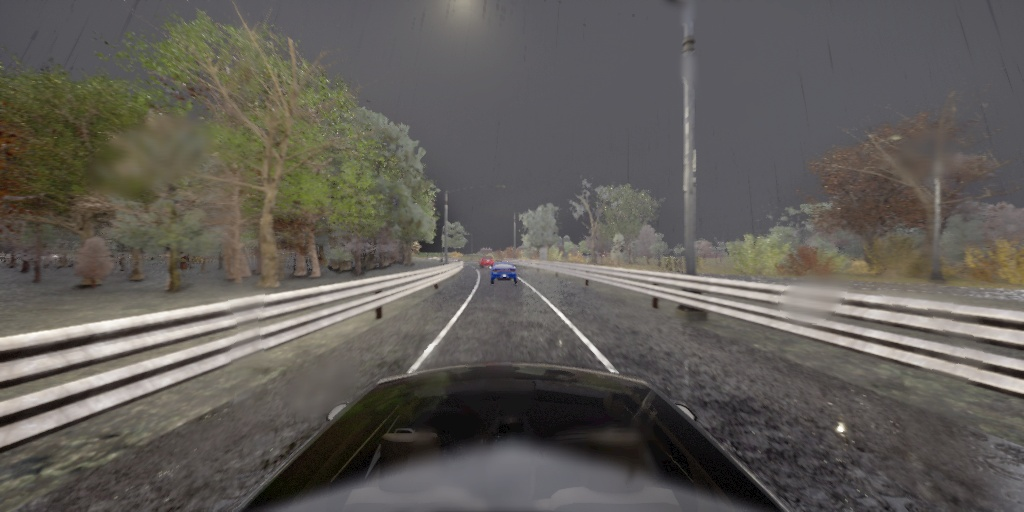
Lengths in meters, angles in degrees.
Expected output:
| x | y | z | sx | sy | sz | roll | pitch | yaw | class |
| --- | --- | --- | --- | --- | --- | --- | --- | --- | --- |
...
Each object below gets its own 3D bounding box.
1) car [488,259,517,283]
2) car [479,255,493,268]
| x | y | z | sx | sy | sz | roll | pitch | yaw | class |
| --- | --- | --- | --- | --- | --- | --- | --- | --- | --- |
| -0.728 | 1.222 | 27.837 | 1.882 | 1.535 | 5.008 | 0 | 0 | -4 | car |
| -4.303 | 0.928 | 59.873 | 2.150 | 2.045 | 5.566 | 0 | 0 | -10 | car |
